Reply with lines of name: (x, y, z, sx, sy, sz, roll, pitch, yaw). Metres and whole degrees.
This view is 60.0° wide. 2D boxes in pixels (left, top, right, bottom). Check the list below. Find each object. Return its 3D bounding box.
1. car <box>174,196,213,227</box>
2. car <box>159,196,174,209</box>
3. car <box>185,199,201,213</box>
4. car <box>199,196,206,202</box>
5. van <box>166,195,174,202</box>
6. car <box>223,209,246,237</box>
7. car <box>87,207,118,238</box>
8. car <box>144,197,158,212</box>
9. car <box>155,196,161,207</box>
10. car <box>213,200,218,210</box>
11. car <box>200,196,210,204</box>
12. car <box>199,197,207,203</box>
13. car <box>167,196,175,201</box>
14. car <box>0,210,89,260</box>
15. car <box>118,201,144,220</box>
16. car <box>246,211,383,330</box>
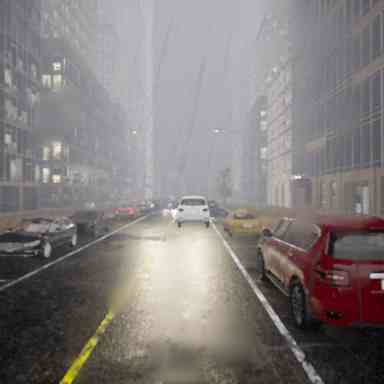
car: (0.101, 1.321, 23.735, 2.150, 2.045, 5.566, 0, 0, 1)
car: (-3.041, 1.681, 48.034, 2.128, 1.511, 4.902, 0, 0, 0)
car: (0.092, 1.690, 41.245, 1.812, 1.442, 4.674, 0, 0, 0)
car: (2.680, 1.844, 86.726, 1.752, 1.417, 4.829, 0, 0, 0)
van: (-5.699, 1.659, 86.570, 1.690, 1.788, 3.998, 0, 0, 0)
car: (2.691, 1.603, 18.421, 1.752, 1.417, 4.829, 0, 0, 0)
car: (-5.690, 1.643, 18.263, 1.947, 1.339, 4.313, 0, 0, 0)
car: (-5.693, 1.715, 41.031, 2.008, 1.369, 4.403, 0, 0, 0)
car: (-5.695, 1.750, 52.416, 1.887, 1.381, 4.507, 0, 0, 0)
car: (2.686, 1.750, 46.712, 1.947, 1.339, 4.313, 0, 0, 0)
car: (2.684, 1.703, 69.479, 1.967, 1.590, 4.097, 0, 0, 0)
car: (2.681, 1.882, 80.863, 1.802, 1.307, 4.206, 0, 0, 0)
car: (-5.702, 1.902, 92.261, 1.947, 1.339, 4.313, 0, 0, 0)
car: (-5.688, 1.605, 12.570, 2.008, 1.369, 4.403, 0, 0, 0)
car: (-5.691, 1.703, 29.646, 1.802, 1.307, 4.206, 0, 0, 0)
car: (2.694, 1.345, 6.869, 2.192, 1.841, 5.009, 0, 0, 0)
